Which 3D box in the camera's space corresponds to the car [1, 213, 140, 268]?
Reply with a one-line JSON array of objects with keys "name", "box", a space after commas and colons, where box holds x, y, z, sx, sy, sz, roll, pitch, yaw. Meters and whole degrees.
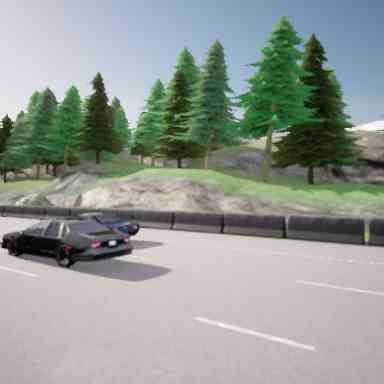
[{"name": "car", "box": [-4.429, 1.592, 11.447, 5.357, 1.411, 2.033, 0, 0, 35]}]

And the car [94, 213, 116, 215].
[{"name": "car", "box": [-4.824, 1.658, 16.027, 4.718, 1.301, 1.895, 0, 0, 35]}]
